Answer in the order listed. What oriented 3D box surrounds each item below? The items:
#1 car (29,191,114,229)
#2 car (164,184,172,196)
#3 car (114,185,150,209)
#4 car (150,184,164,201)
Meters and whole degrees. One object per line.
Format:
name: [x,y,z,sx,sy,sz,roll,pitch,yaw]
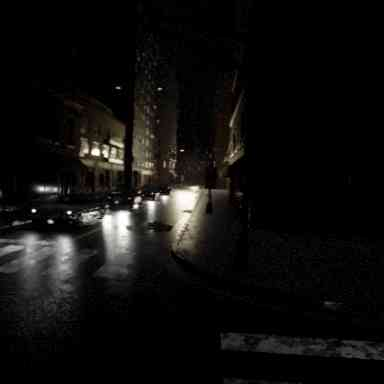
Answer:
car: [-5.378,0.769,15.209,1.895,1.301,4.718,2,2,4]
car: [-3.714,-0.323,43.382,1.994,1.385,4.181,2,2,4]
car: [-4.832,0.313,24.450,2.128,1.511,4.902,2,2,3]
car: [-4.316,0.010,33.440,1.812,1.442,4.674,2,2,3]
